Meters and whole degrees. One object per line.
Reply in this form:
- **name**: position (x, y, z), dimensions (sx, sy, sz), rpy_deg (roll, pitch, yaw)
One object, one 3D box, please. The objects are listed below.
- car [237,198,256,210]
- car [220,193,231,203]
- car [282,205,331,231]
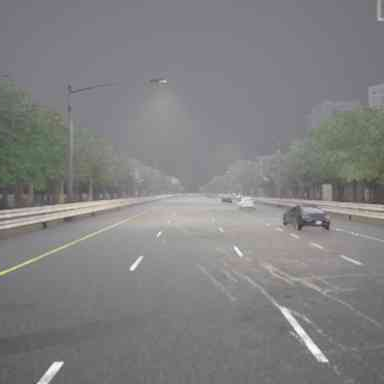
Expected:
- **car**: position (6.999, 1.542, 43.439), dimensions (1.812, 1.442, 4.674), rpy_deg (0, 0, 0)
- **car**: position (7.010, 1.511, 68.756), dimensions (1.882, 1.535, 5.008), rpy_deg (0, 0, 0)
- **car**: position (7.000, 1.537, 20.664), dimensions (1.812, 1.442, 4.674), rpy_deg (0, 0, 0)
